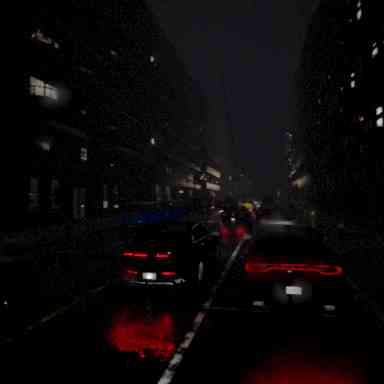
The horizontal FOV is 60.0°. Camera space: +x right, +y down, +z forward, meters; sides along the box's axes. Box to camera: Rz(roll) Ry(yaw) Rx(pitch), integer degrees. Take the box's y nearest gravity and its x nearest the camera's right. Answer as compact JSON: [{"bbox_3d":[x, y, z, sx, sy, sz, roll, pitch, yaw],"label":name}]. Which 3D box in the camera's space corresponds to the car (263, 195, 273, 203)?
[{"bbox_3d":[18.059,1.640,79.091,2.192,1.841,5.009,0,0,13],"label":"car"}]

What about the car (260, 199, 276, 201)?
[{"bbox_3d":[6.981,1.629,30.556,1.887,1.381,4.507,0,0,13],"label":"car"}]

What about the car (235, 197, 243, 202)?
[{"bbox_3d":[12.890,2.104,91.677,1.802,1.307,4.206,0,0,13],"label":"car"}]

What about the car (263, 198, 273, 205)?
[{"bbox_3d":[15.589,1.840,68.306,1.802,1.307,4.206,0,0,13],"label":"car"}]

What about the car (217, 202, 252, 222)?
[{"bbox_3d":[3.511,1.707,26.487,1.895,1.301,4.718,-1,0,13],"label":"car"}]

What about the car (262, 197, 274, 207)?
[{"bbox_3d":[13.120,1.640,57.523,1.967,1.590,4.097,0,0,13],"label":"car"}]

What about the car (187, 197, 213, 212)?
[{"bbox_3d":[0.551,1.543,37.766,2.192,1.841,5.009,1,0,13],"label":"car"}]

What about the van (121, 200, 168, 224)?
[{"bbox_3d":[-3.152,1.512,21.591,1.690,1.788,3.998,1,0,13],"label":"van"}]

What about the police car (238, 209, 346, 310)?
[{"bbox_3d":[2.263,1.436,8.052,1.930,1.638,5.238,-1,0,13],"label":"police car"}]

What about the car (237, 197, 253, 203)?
[{"bbox_3d":[7.326,1.629,43.638,1.801,1.575,5.366,-1,0,13],"label":"car"}]

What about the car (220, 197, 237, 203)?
[{"bbox_3d":[5.140,1.796,46.409,1.812,1.442,4.674,-1,0,13],"label":"car"}]

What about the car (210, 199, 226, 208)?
[{"bbox_3d":[4.251,1.862,53.939,1.947,1.339,4.313,1,0,13],"label":"car"}]

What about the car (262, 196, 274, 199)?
[{"bbox_3d":[8.224,1.544,35.947,1.967,1.590,4.097,0,0,13],"label":"car"}]

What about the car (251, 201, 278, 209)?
[{"bbox_3d":[5.747,1.610,25.166,1.887,1.381,4.507,0,0,13],"label":"car"}]

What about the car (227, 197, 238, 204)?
[{"bbox_3d":[9.187,1.958,75.502,1.887,1.381,4.507,0,0,13],"label":"car"}]

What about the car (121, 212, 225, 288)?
[{"bbox_3d":[-0.379,1.564,9.537,1.837,1.490,4.892,-1,0,13],"label":"car"}]

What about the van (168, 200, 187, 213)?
[{"bbox_3d":[-1.918,1.529,26.984,1.690,1.788,3.998,1,0,13],"label":"van"}]

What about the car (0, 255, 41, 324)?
[{"bbox_3d":[-4.526,1.640,4.643,2.033,1.411,5.357,-1,0,13],"label":"car"}]

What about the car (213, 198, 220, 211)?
[{"bbox_3d":[1.785,1.564,43.156,2.192,1.841,5.009,1,0,13],"label":"car"}]
